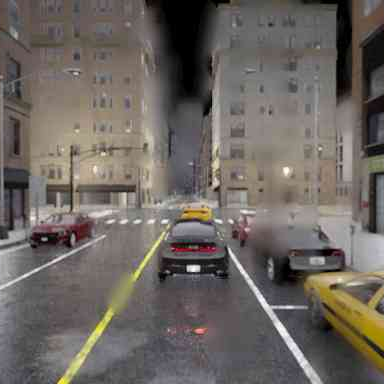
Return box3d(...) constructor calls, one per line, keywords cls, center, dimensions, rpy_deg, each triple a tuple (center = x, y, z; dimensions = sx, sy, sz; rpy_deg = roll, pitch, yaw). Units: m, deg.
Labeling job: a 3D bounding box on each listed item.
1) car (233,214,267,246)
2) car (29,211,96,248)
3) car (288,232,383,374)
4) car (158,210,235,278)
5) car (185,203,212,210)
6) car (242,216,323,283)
box3d(cls="car", center=(2.808, 1.634, 15.186), dimensions=(1.802, 1.307, 4.206), rpy_deg=(-1, 0, 0))
box3d(cls="car", center=(-5.738, 1.598, 15.152), dimensions=(1.887, 1.381, 4.507), rpy_deg=(-1, 0, 0))
box3d(cls="car", center=(2.848, 1.540, 4.184), dimensions=(1.752, 1.417, 4.829), rpy_deg=(-1, 0, 0))
box3d(cls="car", center=(0.035, 1.542, 10.207), dimensions=(1.837, 1.490, 4.892), rpy_deg=(0, 0, 0))
box3d(cls="car", center=(0.451, 1.563, 24.849), dimensions=(1.882, 1.535, 5.008), rpy_deg=(0, 0, 6))
box3d(cls="car", center=(2.828, 1.599, 9.600), dimensions=(1.947, 1.339, 4.313), rpy_deg=(-1, 0, 0))
